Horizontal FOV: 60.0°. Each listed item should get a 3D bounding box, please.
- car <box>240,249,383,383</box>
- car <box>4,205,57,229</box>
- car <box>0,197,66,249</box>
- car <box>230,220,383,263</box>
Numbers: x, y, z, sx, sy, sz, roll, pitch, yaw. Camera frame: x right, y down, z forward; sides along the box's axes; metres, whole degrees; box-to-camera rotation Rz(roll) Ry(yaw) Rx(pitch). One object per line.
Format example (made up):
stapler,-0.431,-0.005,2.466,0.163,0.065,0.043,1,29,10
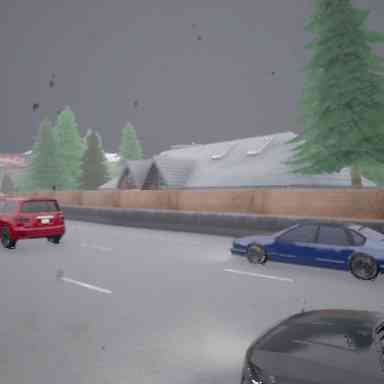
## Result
car,2.684,1.513,2.164,4.892,1.490,1.837,0,0,35
car,-11.274,1.642,23.040,4.718,1.301,1.895,0,0,45
car,-7.824,1.248,14.992,5.566,2.045,2.150,0,0,42
car,3.826,1.575,9.942,5.357,1.411,2.033,0,0,37
